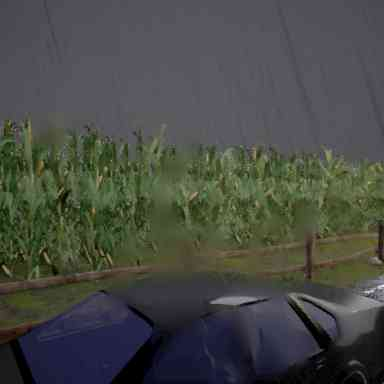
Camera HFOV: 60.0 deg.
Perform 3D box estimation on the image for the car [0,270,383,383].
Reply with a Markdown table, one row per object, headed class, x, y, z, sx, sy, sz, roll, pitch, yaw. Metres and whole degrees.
| class | x | y | z | sx | sy | sz | roll | pitch | yaw |
| --- | --- | --- | --- | --- | --- | --- | --- | --- | --- |
| car | -0.135 | 1.547 | 2.979 | 5.357 | 1.411 | 2.033 | 0 | 0 | -36 |
